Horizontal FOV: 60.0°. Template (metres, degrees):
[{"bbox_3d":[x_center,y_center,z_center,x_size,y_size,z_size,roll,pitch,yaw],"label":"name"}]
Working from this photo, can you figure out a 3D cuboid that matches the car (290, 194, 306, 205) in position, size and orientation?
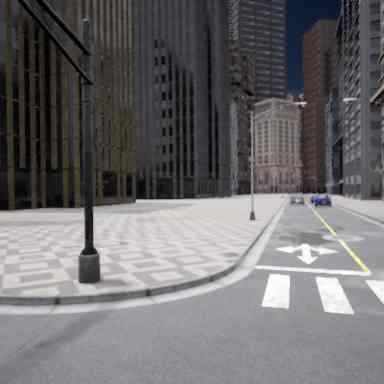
[{"bbox_3d":[15.114,1.091,47.629,2.128,1.511,4.902,0,0,17],"label":"car"}]

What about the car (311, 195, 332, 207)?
[{"bbox_3d":[16.772,1.087,42.767,1.882,1.535,5.008,0,0,18],"label":"car"}]
